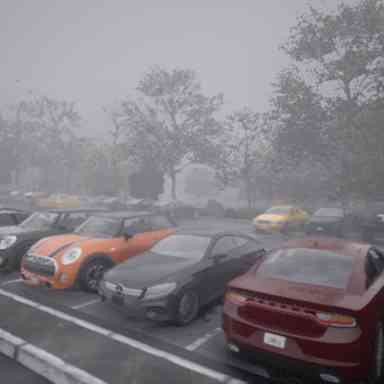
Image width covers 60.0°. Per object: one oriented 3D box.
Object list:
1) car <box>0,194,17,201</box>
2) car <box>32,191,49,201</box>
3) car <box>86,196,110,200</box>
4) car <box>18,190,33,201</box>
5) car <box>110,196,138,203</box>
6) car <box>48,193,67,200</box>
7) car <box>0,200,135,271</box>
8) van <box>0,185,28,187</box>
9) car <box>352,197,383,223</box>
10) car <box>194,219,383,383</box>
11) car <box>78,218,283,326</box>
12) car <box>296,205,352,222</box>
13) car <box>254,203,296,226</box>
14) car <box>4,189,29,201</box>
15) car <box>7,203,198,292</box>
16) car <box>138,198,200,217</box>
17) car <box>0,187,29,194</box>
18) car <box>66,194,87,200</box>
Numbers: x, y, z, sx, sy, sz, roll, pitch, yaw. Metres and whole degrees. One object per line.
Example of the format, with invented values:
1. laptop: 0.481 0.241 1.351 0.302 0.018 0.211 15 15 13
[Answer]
1. car: -11.176 1.131 15.566 2.185 1.767 4.553 2 1 36
2. car: -12.467 0.880 32.910 1.946 1.575 5.366 3 2 36
3. car: -5.904 1.172 27.928 2.097 1.535 5.008 2 1 36
4. car: -14.820 0.795 34.419 2.163 1.488 4.792 3 2 36
5. car: -3.644 1.250 26.294 2.097 1.535 5.008 2 1 36
6. car: -10.204 0.990 31.273 1.946 1.575 5.366 3 2 36
7. car: -4.365 1.310 10.717 2.185 1.767 4.553 1 1 36
8. van: -21.676 0.144 39.186 1.878 1.987 4.442 3 3 36
9. car: 9.932 1.282 16.516 2.435 2.045 5.566 1 0 36
10. car: 2.382 1.536 5.791 2.097 1.535 5.008 1 0 36
11. car: 0.127 1.551 7.433 2.002 1.452 4.674 1 0 36
12. car: 7.657 1.507 18.133 2.097 1.535 5.008 1 0 36
13. car: 5.285 1.470 19.613 1.946 1.575 5.366 1 1 36
14. car: -17.193 0.672 36.103 2.002 1.452 4.674 3 2 36
15. car: -2.113 1.352 9.088 2.185 1.767 4.553 1 0 36
16. car: -1.281 1.323 24.583 2.231 1.521 4.892 2 1 36
17. car: -19.447 0.537 37.733 2.002 1.452 4.674 3 2 36
18. car: -8.180 1.116 29.544 2.163 1.488 4.792 3 1 36
